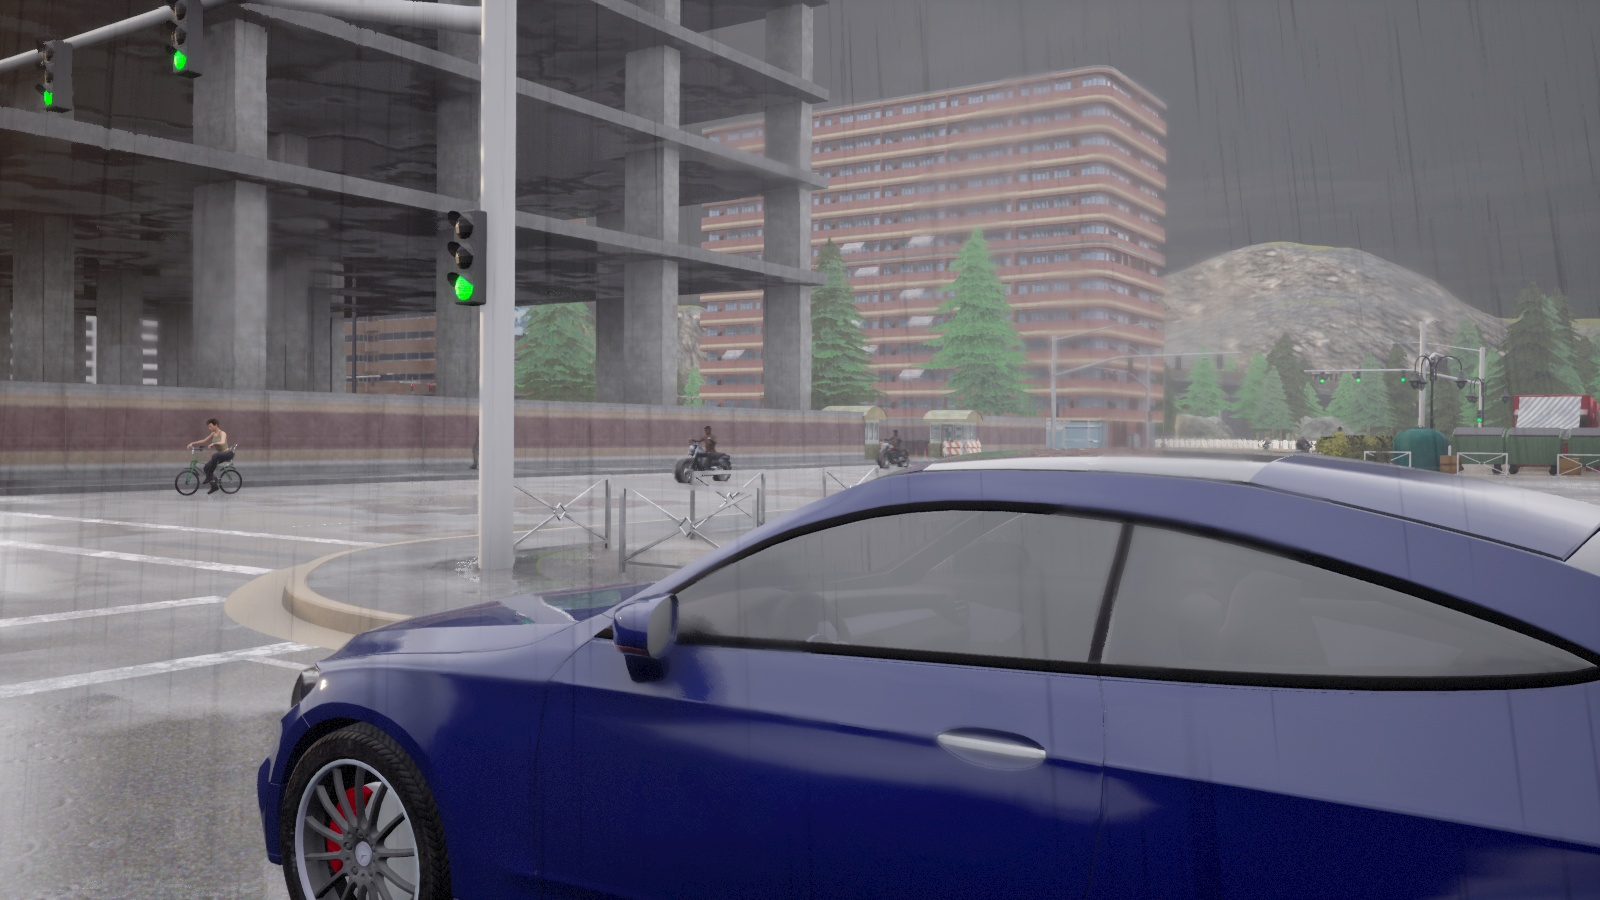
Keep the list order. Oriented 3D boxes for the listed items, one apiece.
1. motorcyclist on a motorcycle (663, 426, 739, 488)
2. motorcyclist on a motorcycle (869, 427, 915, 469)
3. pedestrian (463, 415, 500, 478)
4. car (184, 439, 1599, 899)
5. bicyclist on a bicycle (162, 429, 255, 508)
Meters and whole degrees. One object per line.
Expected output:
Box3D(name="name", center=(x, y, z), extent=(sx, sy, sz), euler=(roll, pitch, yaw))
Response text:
Box3D(name="motorcyclist on a motorcycle", center=(-2.711, 0.177, 34.677), extent=(0.766, 1.649, 2.350), euler=(0, 1, 33))
Box3D(name="motorcyclist on a motorcycle", center=(3.731, -0.101, 50.809), extent=(0.766, 1.649, 2.350), euler=(0, 1, 33))
Box3D(name="pedestrian", center=(-10.067, -0.114, 39.714), extent=(0.659, 1.952, 0.873), euler=(0, 1, 34))
Box3D(name="car", center=(0.620, 0.708, 3.212), extent=(4.674, 1.442, 1.812), euler=(0, 1, 34))
Box3D(name="bicyclist on a bicycle", center=(-12.388, 0.365, 26.348), extent=(0.866, 1.612, 1.509), euler=(0, 1, 34))
